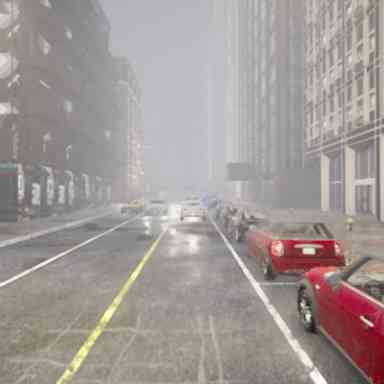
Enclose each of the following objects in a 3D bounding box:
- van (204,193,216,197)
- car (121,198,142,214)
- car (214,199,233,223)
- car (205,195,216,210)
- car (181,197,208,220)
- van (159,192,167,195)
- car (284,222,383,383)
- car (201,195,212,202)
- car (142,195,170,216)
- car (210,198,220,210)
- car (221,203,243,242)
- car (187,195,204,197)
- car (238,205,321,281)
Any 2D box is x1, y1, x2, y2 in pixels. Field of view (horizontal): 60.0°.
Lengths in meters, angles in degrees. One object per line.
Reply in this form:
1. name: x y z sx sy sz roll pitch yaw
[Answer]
1. van: 2.672 0.999 49.173 1.690 1.788 3.998 1 0 0
2. car: -5.699 1.304 32.048 1.752 1.417 4.829 1 0 0
3. car: 2.688 1.406 20.919 2.008 1.369 4.403 1 0 0
4. car: 2.676 1.319 37.872 1.802 1.307 4.206 1 0 0
5. car: 0.084 1.347 25.766 1.812 1.442 4.674 0 0 0
6. van: -5.806 0.880 66.152 1.690 1.788 3.998 1 0 0
7. car: 2.701 1.412 3.965 1.967 1.590 4.097 1 0 0
8. car: 2.661 1.161 60.476 1.802 1.307 4.206 1 0 0
9. car: -3.119 1.315 30.379 1.812 1.442 4.674 0 0 0
10. car: 2.684 1.398 26.570 1.802 1.307 4.206 1 0 0
11. car: 2.692 1.445 15.268 2.008 1.369 4.403 1 0 0
12. car: 0.071 1.207 42.686 2.163 1.488 4.792 0 0 0
13. car: 2.698 1.373 9.616 1.967 1.590 4.097 1 0 0
